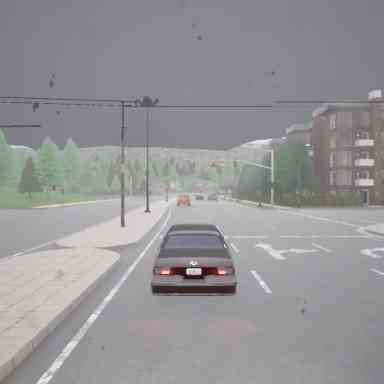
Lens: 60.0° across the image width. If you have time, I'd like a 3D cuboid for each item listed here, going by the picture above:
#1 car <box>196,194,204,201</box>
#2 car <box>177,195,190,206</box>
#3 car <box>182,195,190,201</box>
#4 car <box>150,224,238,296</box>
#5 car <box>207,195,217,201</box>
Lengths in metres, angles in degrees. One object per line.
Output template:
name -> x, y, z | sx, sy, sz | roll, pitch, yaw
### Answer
car -> 1.983, 1.477, 85.406 | 1.882, 1.535, 5.008 | 0, 0, 0
car -> -1.354, 1.352, 54.543 | 2.097, 1.767, 4.553 | 0, 0, -1
car -> -1.517, 1.523, 85.368 | 1.812, 1.442, 4.674 | 0, 0, 0
car -> 0.043, 1.547, 8.798 | 2.033, 1.411, 5.357 | 0, 0, 0
car -> 5.483, 1.539, 85.414 | 2.033, 1.411, 5.357 | 0, 0, 0
